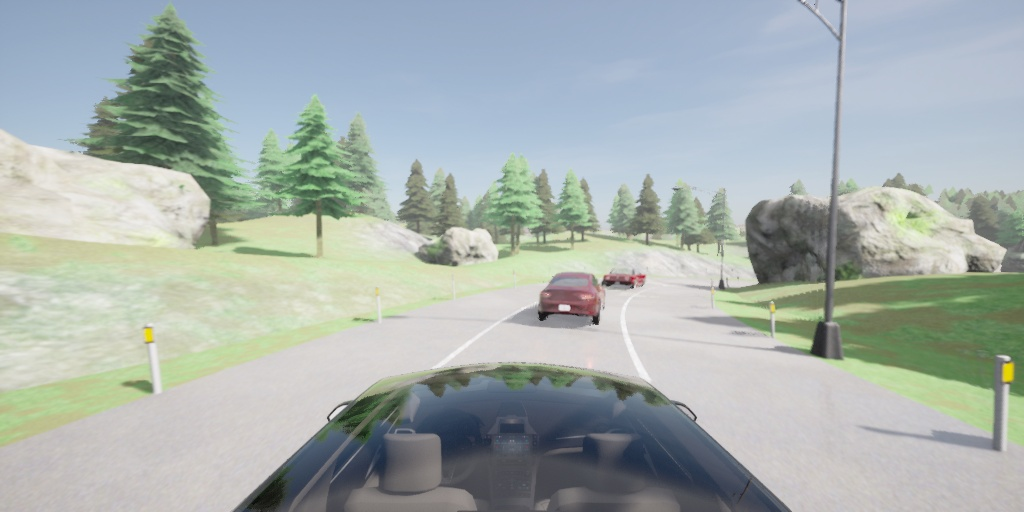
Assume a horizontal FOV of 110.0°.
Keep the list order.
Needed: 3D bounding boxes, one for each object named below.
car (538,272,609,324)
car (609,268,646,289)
[{"bbox_3d":[2.090,1.241,11.923,1.812,1.442,4.674,1,0,17],"label":"car"},{"bbox_3d":[7.761,1.466,24.307,1.895,1.301,4.718,2,0,32],"label":"car"}]
